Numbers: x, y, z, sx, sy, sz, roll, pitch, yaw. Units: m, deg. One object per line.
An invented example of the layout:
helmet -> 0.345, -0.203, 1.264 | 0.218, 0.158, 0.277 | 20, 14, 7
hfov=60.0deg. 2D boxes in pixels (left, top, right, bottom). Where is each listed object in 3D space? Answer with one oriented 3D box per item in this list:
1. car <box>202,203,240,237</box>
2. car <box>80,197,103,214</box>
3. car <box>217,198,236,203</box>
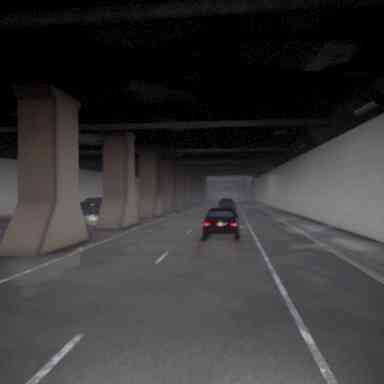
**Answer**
car -> 1.585, 1.524, 17.750 | 2.033, 1.411, 5.357 | 0, 0, 7
car -> -10.622, 1.363, 35.564 | 2.097, 1.767, 4.553 | 0, 0, 7
car -> 3.825, 1.454, 36.916 | 1.837, 1.490, 4.892 | 0, 0, 7
